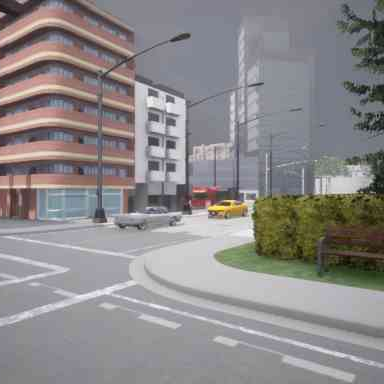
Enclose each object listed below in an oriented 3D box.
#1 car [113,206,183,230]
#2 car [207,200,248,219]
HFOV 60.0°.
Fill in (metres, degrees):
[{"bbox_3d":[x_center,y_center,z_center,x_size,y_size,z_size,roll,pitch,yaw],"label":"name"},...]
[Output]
[{"bbox_3d":[-2.720,1.605,21.248,1.895,1.301,4.718,0,0,36],"label":"car"},{"bbox_3d":[3.216,1.482,29.503,1.882,1.535,5.008,0,0,36],"label":"car"}]
